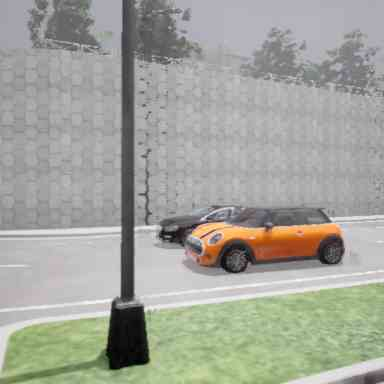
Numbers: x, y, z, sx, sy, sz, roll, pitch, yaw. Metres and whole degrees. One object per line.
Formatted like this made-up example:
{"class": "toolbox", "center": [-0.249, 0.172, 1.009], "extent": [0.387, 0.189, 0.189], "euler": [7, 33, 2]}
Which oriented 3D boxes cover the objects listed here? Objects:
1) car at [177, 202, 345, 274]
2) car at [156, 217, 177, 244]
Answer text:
{"class": "car", "center": [2.124, 1.184, 9.827], "extent": [4.553, 1.767, 2.097], "euler": [0, 1, -19]}
{"class": "car", "center": [1.045, 1.260, 13.136], "extent": [4.902, 1.511, 2.128], "euler": [0, 1, -19]}
